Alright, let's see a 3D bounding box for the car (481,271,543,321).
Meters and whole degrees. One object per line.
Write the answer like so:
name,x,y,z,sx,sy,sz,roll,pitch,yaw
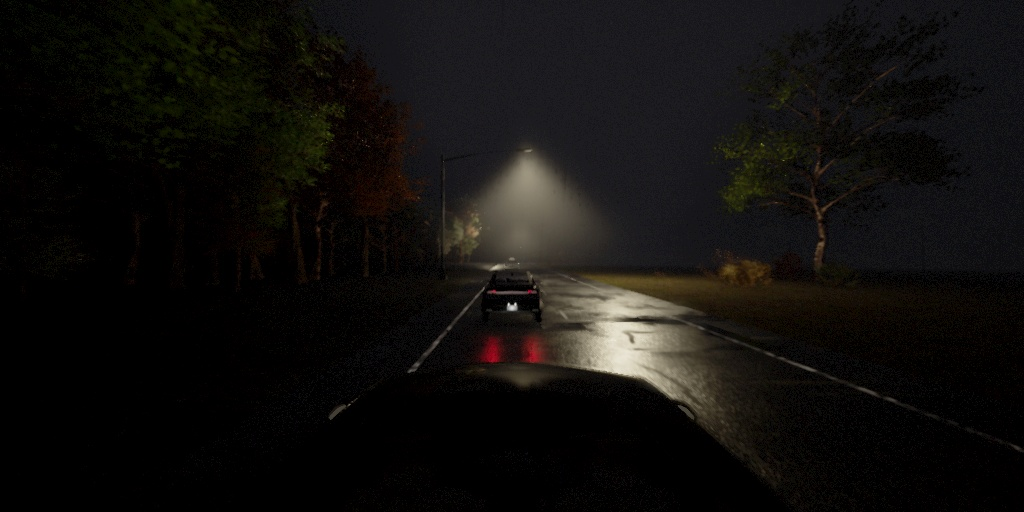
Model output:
car,0.005,1.246,12.495,2.128,1.511,4.902,0,0,0
